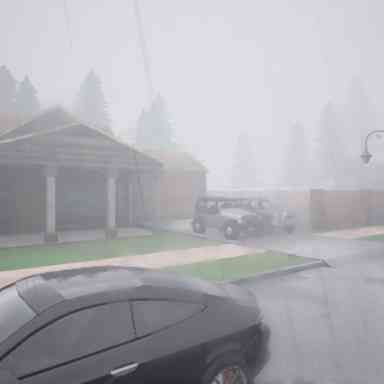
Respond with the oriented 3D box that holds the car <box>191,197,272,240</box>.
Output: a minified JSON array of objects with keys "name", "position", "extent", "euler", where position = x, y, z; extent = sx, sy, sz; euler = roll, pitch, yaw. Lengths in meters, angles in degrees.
[{"name":"car","position":[1.596,1.176,15.971],"extent":[1.905,1.878,3.866],"euler":[0,0,-36]}]

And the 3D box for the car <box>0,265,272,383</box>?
[{"name":"car","position":[-1.240,1.526,3.090],"extent":[4.674,1.442,1.812],"euler":[0,0,-36]}]

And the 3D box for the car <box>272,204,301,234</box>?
[{"name":"car","position":[3.415,1.174,17.749],"extent":[1.932,1.855,4.605],"euler":[0,0,-36]}]
